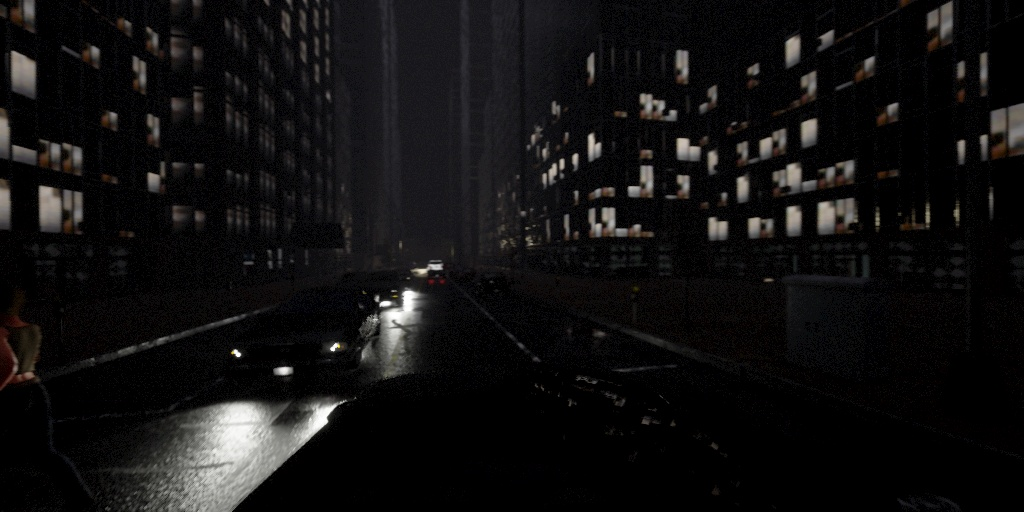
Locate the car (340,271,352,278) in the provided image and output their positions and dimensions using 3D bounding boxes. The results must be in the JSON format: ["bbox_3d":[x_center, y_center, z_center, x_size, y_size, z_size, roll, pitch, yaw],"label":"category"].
[{"bbox_3d":[-10.126,1.657,23.409,1.948,1.339,4.313,0,0,-13],"label":"car"}]

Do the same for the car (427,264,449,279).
[{"bbox_3d":[-8.514,1.849,40.601,1.895,1.301,4.718,-1,-1,-13],"label":"car"}]

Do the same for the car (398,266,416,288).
[{"bbox_3d":[-8.503,1.712,27.343,1.895,1.301,4.718,-1,-1,-12],"label":"car"}]

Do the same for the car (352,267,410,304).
[{"bbox_3d":[-6.289,1.490,17.671,1.837,1.490,4.892,-1,-1,-13],"label":"car"}]

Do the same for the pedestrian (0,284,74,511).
[{"bbox_3d":[-3.660,1.098,2.614,0.375,1.860,0.375,-1,0,-13],"label":"pedestrian"}]

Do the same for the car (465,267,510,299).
[{"bbox_3d":[-1.223,1.494,19.682,2.007,1.370,4.403,0,0,-13],"label":"car"}]

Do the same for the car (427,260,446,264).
[{"bbox_3d":[-10.833,1.605,50.729,2.150,2.045,5.566,-1,-1,-13],"label":"car"}]

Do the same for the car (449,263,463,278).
[{"bbox_3d":[-5.003,1.704,36.199,1.888,1.381,4.507,0,0,-13],"label":"car"}]

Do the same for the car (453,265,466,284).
[{"bbox_3d":[-3.743,1.668,30.693,1.802,1.307,4.207,0,0,-13],"label":"car"}]

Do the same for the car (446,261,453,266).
[{"bbox_3d":[-6.264,1.672,41.705,1.967,1.591,4.097,0,0,-13],"label":"car"}]

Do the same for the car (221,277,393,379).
[{"bbox_3d":[-4.101,1.411,8.103,2.033,1.411,5.357,-1,-1,-13],"label":"car"}]

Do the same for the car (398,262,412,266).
[{"bbox_3d":[-18.947,2.154,61.948,2.007,1.370,4.403,0,0,-13],"label":"car"}]
